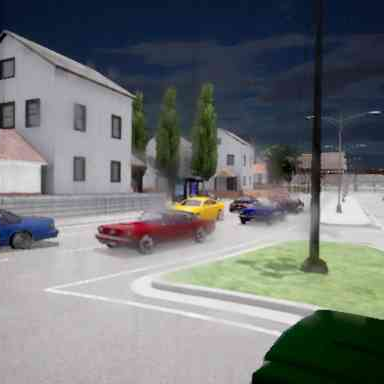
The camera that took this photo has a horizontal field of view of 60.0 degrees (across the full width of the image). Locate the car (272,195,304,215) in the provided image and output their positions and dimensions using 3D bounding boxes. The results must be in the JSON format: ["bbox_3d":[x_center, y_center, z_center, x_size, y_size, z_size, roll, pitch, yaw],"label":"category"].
[{"bbox_3d":[8.529,1.177,29.001,1.895,1.301,4.718,1,1,25],"label":"car"}]

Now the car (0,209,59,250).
[{"bbox_3d":[-7.190,1.222,10.701,5.357,1.411,2.033,0,2,-45],"label":"car"}]

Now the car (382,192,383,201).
[{"bbox_3d":[35.748,0.644,59.897,2.150,2.045,5.566,1,1,25],"label":"car"}]

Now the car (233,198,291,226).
[{"bbox_3d":[4.502,1.270,20.803,1.895,1.301,4.718,2,1,29],"label":"car"}]

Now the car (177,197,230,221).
[{"bbox_3d":[0.314,1.084,20.508,1.882,1.535,5.008,2,2,30],"label":"car"}]

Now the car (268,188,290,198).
[{"bbox_3d":[11.517,0.550,43.762,2.150,2.045,5.566,1,3,25],"label":"car"}]

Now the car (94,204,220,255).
[{"bbox_3d":[-1.173,1.342,12.349,1.895,1.301,4.718,2,1,38],"label":"car"}]

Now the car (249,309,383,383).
[{"bbox_3d":[2.690,1.607,1.949,4.718,1.301,1.895,2,1,36],"label":"car"}]

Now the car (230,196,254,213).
[{"bbox_3d":[4.649,1.077,28.972,1.994,1.385,4.181,1,1,24],"label":"car"}]
